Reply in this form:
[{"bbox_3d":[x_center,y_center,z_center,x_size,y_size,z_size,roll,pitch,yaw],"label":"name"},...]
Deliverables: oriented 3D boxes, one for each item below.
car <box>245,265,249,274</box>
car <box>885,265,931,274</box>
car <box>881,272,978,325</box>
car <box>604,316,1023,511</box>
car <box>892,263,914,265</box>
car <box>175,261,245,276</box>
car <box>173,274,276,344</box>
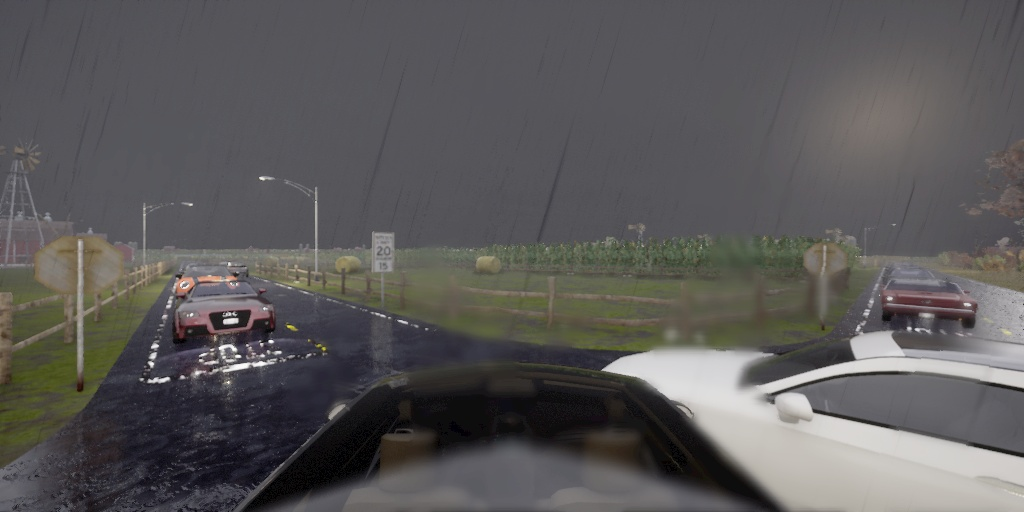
[{"bbox_3d":[-27.378,1.352,35.478,2.128,1.511,4.902,0,0,-42],"label":"car"},{"bbox_3d":[20.395,1.371,18.340,5.357,1.411,2.033,0,1,-43],"label":"car"},{"bbox_3d":[13.392,1.402,11.697,4.718,1.301,1.895,0,1,-44],"label":"car"},{"bbox_3d":[2.815,1.292,2.516,1.812,1.442,4.674,0,0,-45],"label":"car"},{"bbox_3d":[27.079,1.413,24.670,4.181,1.385,1.994,0,1,-43],"label":"car"},{"bbox_3d":[-13.897,1.171,16.399,2.097,1.767,4.553,0,0,-42],"label":"car"},{"bbox_3d":[-8.049,1.372,9.981,1.994,1.385,4.181,0,0,-43],"label":"car"}]
